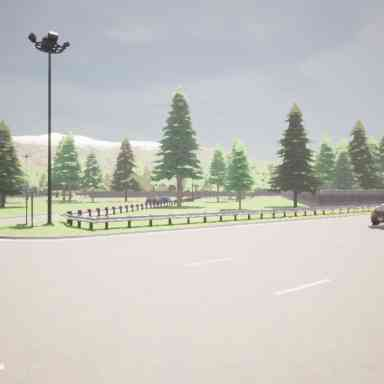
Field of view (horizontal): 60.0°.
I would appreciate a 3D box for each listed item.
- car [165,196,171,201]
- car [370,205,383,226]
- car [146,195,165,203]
[{"bbox_3d":[-5.648,1.477,69.715,1.882,1.535,5.008,0,0,5],"label":"car"},{"bbox_3d":[13.595,1.525,22.008,4.674,1.442,1.812,0,0,-35],"label":"car"},{"bbox_3d":[-6.713,1.352,58.797,2.097,1.767,4.553,0,0,6],"label":"car"}]
